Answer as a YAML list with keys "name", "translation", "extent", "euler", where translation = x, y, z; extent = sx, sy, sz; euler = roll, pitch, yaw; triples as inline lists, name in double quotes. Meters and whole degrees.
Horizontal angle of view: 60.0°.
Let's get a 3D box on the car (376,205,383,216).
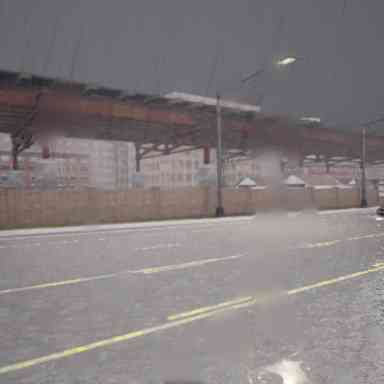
- name: "car"
  translation: [18.961, 1.473, 30.330]
  extent: [5.357, 1.411, 2.033]
  euler: [-1, 0, -35]
